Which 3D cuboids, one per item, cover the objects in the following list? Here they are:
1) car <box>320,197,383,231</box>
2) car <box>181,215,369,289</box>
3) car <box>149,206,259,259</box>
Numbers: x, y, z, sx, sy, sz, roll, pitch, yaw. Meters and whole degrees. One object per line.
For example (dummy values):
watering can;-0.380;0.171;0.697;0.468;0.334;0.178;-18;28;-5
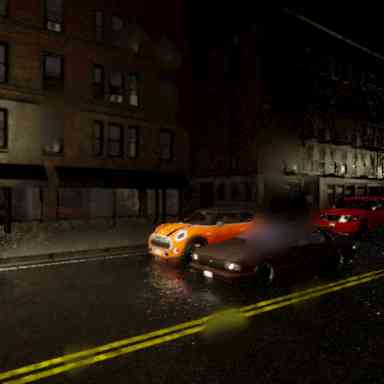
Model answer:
car;9.235;1.279;18.136;5.566;2.045;2.150;0;0;-36
car;2.562;1.572;9.457;5.357;1.411;2.033;0;0;-35
car;0.733;1.376;12.142;4.553;1.767;2.097;0;0;-35
